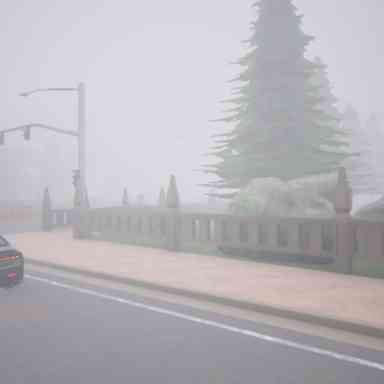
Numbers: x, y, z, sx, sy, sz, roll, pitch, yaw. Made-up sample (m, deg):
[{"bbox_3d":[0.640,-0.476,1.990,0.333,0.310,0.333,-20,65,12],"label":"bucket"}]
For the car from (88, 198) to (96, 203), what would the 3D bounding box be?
[{"bbox_3d":[-17.014,1.994,48.497,2.128,1.511,4.902,-1,0,36],"label":"car"}]

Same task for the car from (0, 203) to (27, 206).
[{"bbox_3d":[-21.135,2.025,36.764,1.994,1.385,4.181,-1,0,36],"label":"car"}]

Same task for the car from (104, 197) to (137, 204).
[{"bbox_3d":[-10.658,1.940,51.368,1.837,1.490,4.892,-1,0,36],"label":"car"}]

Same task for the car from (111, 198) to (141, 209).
[{"bbox_3d":[-11.151,1.885,56.692,2.128,1.511,4.902,-1,1,36],"label":"car"}]

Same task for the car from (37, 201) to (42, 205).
[{"bbox_3d":[-22.208,2.049,47.261,1.837,1.490,4.892,-1,0,36],"label":"car"}]

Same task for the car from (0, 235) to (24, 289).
[{"bbox_3d":[-6.078,1.622,8.303,4.892,1.490,1.837,0,0,36],"label":"car"}]

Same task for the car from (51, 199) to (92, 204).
[{"bbox_3d":[-16.025,1.986,43.870,1.812,1.442,4.674,-1,0,36],"label":"car"}]

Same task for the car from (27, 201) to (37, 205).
[{"bbox_3d":[-22.512,2.050,40.839,2.033,1.411,5.357,-1,0,36],"label":"car"}]

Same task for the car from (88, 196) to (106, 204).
[{"bbox_3d":[-16.504,1.742,55.217,2.150,2.045,5.566,-1,0,36],"label":"car"}]

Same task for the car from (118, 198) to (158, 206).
[{"bbox_3d":[-6.017,1.837,39.464,1.837,1.490,4.892,-1,0,36],"label":"car"}]

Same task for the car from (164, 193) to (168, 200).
[{"bbox_3d":[-4.493,1.304,59.966,2.150,2.045,5.566,-1,3,36],"label":"car"}]
